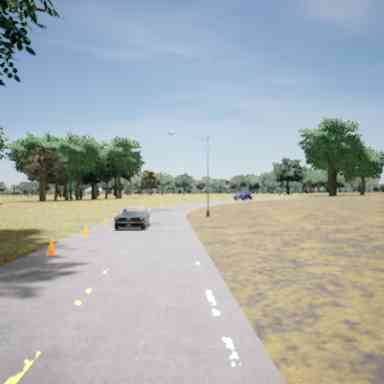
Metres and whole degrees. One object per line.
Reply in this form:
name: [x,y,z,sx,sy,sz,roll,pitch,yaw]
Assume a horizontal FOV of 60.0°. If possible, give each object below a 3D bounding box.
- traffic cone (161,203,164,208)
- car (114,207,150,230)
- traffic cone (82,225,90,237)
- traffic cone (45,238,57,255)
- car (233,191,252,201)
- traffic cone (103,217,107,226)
traffic cone: [-4.248,1.940,47.814,0.340,0.580,0.340,0,0,15]
car: [-3.751,1.634,21.300,1.895,1.301,4.718,0,0,-4]
traffic cone: [-5.476,1.990,17.215,0.340,0.580,0.340,0,0,-4]
traffic cone: [-5.158,1.990,12.226,0.340,0.580,0.340,0,0,-4]
car: [11.035,0.799,72.359,2.150,2.045,5.566,0,1,37]
traffic cone: [-5.794,1.990,22.205,0.340,0.580,0.340,0,0,-4]
